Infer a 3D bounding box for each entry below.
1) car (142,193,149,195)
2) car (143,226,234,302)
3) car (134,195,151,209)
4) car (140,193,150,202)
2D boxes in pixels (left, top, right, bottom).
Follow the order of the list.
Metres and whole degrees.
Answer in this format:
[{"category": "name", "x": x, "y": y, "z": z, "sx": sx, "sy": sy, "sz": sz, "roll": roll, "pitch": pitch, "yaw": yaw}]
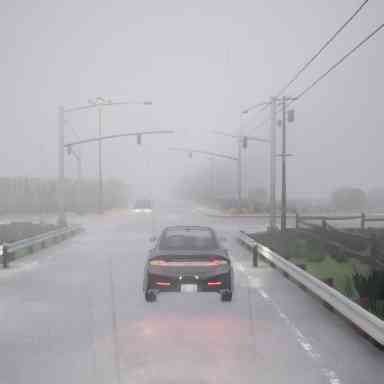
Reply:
[{"category": "car", "x": -7.672, "y": 1.253, "z": 53.588, "sx": 1.812, "sy": 1.442, "sz": 4.674, "roll": 0, "pitch": 1, "yaw": -7}, {"category": "car", "x": -0.097, "y": 1.614, "z": 8.519, "sx": 2.128, "sy": 1.511, "sz": 4.902, "roll": 0, "pitch": -2, "yaw": -1}, {"category": "car", "x": -6.403, "y": 1.470, "z": 43.465, "sx": 1.994, "sy": 1.385, "sz": 4.181, "roll": 0, "pitch": 1, "yaw": -7}, {"category": "car", "x": -9.050, "y": 1.036, "z": 64.661, "sx": 1.837, "sy": 1.490, "sz": 4.892, "roll": 0, "pitch": 1, "yaw": -7}]
